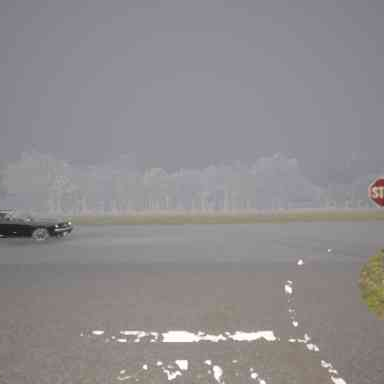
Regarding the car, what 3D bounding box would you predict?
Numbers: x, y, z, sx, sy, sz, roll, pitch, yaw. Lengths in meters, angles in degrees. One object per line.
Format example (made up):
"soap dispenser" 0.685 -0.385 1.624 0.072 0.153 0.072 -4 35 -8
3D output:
"car" -7.896 1.468 14.889 4.718 1.301 1.895 2 -1 0
